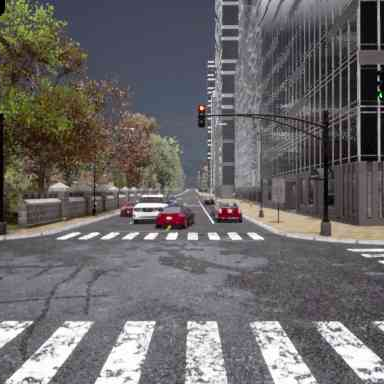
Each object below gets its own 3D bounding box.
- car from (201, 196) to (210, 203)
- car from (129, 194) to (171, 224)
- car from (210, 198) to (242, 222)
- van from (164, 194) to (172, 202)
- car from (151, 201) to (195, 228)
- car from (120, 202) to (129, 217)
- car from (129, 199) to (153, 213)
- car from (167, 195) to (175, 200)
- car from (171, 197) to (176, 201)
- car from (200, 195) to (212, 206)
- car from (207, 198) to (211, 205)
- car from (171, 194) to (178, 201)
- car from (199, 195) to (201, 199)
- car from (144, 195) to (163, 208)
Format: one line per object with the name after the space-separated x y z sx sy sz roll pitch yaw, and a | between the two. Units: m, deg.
2.845 1.506 71.619 1.752 1.417 4.829 0 0 0 | car
-3.049 1.223 25.477 2.150 2.045 5.566 0 0 0 | car
2.747 1.442 25.997 1.967 1.590 4.097 0 0 0 | car
-5.523 1.313 77.158 1.690 1.788 3.998 0 0 0 | van
-1.022 1.564 22.203 1.994 1.385 4.181 0 0 10 | car
-5.622 1.547 31.693 1.887 1.381 4.507 0 0 0 | car
-5.610 1.553 37.376 2.008 1.369 4.403 0 0 0 | car
-5.500 1.531 88.525 1.802 1.307 4.206 0 0 0 | car
-3.023 1.528 35.631 1.812 1.442 4.674 0 0 0 | car
2.807 1.564 54.402 1.947 1.339 4.313 0 0 0 | car
2.758 1.568 31.678 1.947 1.339 4.313 0 0 0 | car
-2.992 1.354 45.841 2.097 1.767 4.553 0 0 0 | car
2.820 1.434 60.083 1.967 1.590 4.097 0 0 0 | car
-5.585 1.316 48.742 2.192 1.841 5.009 0 0 0 | car
